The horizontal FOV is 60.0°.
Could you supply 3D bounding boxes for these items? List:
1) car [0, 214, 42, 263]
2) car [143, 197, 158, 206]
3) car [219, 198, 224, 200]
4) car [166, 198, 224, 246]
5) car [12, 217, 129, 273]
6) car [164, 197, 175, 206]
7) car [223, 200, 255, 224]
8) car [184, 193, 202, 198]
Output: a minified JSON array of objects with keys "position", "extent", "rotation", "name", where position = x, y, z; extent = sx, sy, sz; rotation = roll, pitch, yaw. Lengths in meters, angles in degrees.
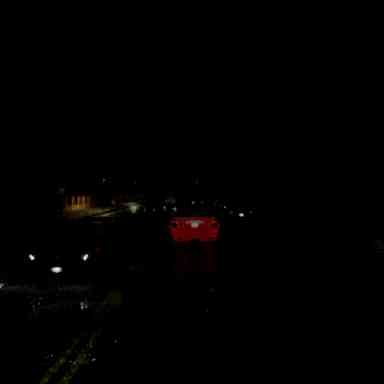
[{"position":[-6.595,1.530,12.168],"extent":[2.033,1.411,5.357],"rotation":[0,0,0],"name":"car"},{"position":[-6.547,1.514,53.000],"extent":[1.895,1.301,4.718],"rotation":[0,0,0],"name":"car"},{"position":[3.360,1.462,41.911],"extent":[1.812,1.442,4.674],"rotation":[0,0,0],"name":"car"},{"position":[0.110,1.331,15.312],"extent":[2.097,1.767,4.553],"rotation":[0,0,0],"name":"car"},{"position":[-3.346,1.532,10.873],"extent":[2.033,1.411,5.357],"rotation":[0,0,0],"name":"car"},{"position":[-3.300,1.442,51.825],"extent":[1.812,1.442,4.674],"rotation":[0,0,0],"name":"car"},{"position":[3.362,1.530,24.637],"extent":[1.994,1.385,4.181],"rotation":[0,0,0],"name":"car"},{"position":[0.117,1.169,35.361],"extent":[2.150,2.045,5.566],"rotation":[0,0,0],"name":"car"}]
